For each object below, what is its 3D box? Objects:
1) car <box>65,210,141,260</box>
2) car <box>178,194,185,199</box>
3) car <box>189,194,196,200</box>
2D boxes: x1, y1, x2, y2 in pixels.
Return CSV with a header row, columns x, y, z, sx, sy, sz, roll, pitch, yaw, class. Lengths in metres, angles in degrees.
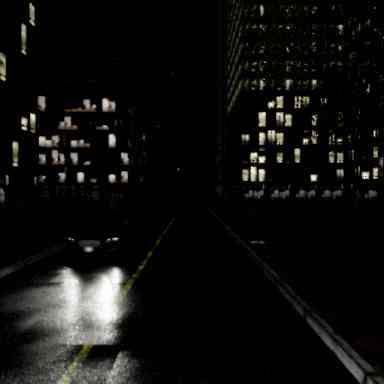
x,y,z,sx,sy,sz,roll,pitch,yaw,class
-3.094,1.450,12.414,2.128,1.511,4.902,0,0,0,car
-2.967,1.212,92.511,2.033,1.411,5.357,0,0,0,car
0.031,1.323,85.442,2.033,1.411,5.357,0,0,0,car
